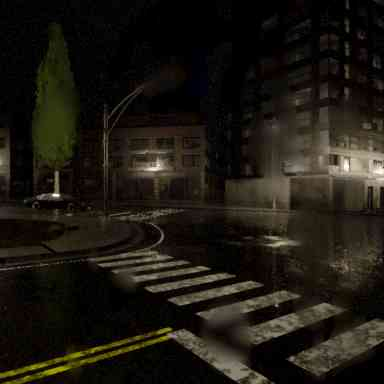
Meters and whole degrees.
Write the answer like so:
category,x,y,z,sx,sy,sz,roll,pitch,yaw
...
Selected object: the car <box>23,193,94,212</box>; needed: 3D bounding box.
category,x,y,z,sx,sy,sz,roll,pitch,yaw
car,-10.548,0.787,26.294,5.357,1.411,2.033,1,0,11
